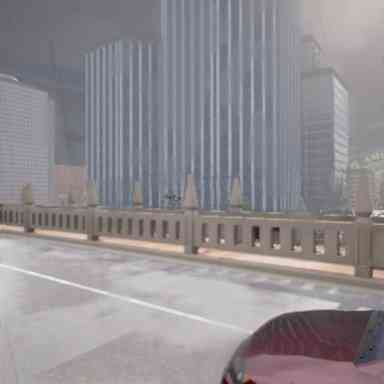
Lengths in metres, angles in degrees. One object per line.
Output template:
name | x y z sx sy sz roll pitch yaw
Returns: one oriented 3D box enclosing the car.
car | 2.278 1.573 2.458 4.181 1.385 1.994 0 0 35
